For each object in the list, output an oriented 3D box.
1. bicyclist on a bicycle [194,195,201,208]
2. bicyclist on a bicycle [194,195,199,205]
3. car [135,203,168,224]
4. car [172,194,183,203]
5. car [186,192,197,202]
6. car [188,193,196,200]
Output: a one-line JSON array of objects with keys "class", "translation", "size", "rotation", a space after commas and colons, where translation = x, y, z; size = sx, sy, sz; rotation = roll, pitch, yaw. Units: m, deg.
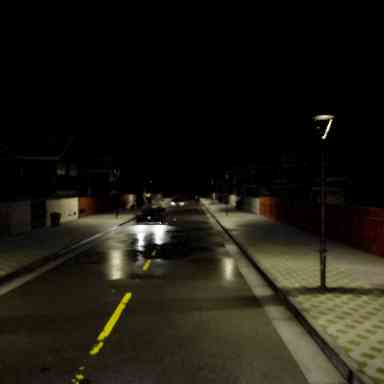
[{"class": "bicyclist on a bicycle", "translation": [0.756, 1.332, 44.266], "size": [0.866, 1.612, 1.509], "rotation": [0, 2, 0]}, {"class": "bicyclist on a bicycle", "translation": [0.759, 1.304, 54.014], "size": [0.866, 1.612, 1.509], "rotation": [0, 0, 0]}, {"class": "car", "translation": [-2.852, 1.516, 24.056], "size": [1.994, 1.385, 4.181], "rotation": [0, 0, 0]}, {"class": "car", "translation": [-2.788, 1.189, 64.687], "size": [2.097, 1.767, 4.553], "rotation": [0, 0, 1]}, {"class": "car", "translation": [-0.010, 1.034, 72.774], "size": [2.150, 2.045, 5.566], "rotation": [0, 0, 0]}, {"class": "car", "translation": [-0.012, 1.138, 84.409], "size": [1.837, 1.490, 4.892], "rotation": [0, 0, 0]}]
